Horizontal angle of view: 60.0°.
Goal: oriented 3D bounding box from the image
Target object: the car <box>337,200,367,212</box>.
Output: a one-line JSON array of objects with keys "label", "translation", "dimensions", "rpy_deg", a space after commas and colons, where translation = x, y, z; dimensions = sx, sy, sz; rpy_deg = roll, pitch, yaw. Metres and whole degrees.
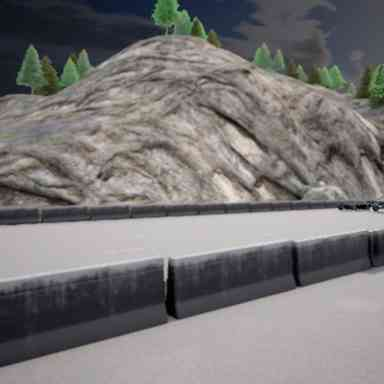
[{"label": "car", "translation": [19.054, 1.606, 39.054], "dimensions": [4.718, 1.301, 1.895], "rpy_deg": [0, 0, -35]}]

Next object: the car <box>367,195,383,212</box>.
[{"label": "car", "translation": [22.332, 1.230, 37.089], "dimensions": [5.566, 2.045, 2.150], "rpy_deg": [0, 0, -35]}]
